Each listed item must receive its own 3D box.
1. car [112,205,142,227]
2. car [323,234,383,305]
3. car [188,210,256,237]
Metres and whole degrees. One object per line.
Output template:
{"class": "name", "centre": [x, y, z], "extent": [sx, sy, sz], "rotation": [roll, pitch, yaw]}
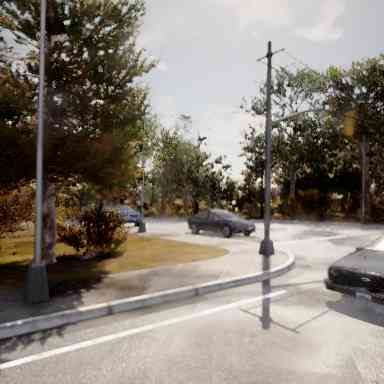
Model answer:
{"class": "car", "centre": [-6.694, 2.212, 30.709], "extent": [2.150, 2.045, 5.566], "rotation": [2, -5, -41]}
{"class": "car", "centre": [5.331, 1.574, 7.687], "extent": [5.357, 1.411, 2.033], "rotation": [1, 0, -36]}
{"class": "car", "centre": [1.699, 1.861, 20.314], "extent": [1.837, 1.490, 4.892], "rotation": [2, -3, -39]}
